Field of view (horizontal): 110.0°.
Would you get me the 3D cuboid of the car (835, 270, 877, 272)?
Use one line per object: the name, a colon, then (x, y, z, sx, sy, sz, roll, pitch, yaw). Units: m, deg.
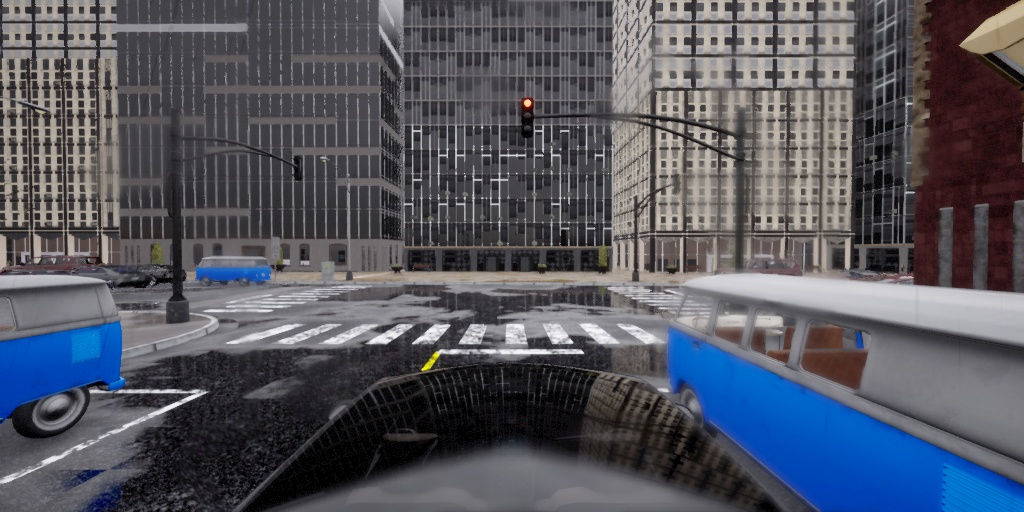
car: (18.388, 1.429, 19.586, 4.718, 1.301, 1.895, 0, 1, 0)

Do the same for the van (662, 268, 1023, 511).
van: (2.686, 1.090, 2.795, 1.690, 1.789, 3.998, 0, 0, 0)

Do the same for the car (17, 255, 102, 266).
car: (-28.292, 0.874, 22.254, 5.009, 1.841, 2.192, 0, 0, 0)

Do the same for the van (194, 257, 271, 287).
van: (-17.247, 0.951, 22.238, 3.998, 1.789, 1.690, 0, 0, 0)

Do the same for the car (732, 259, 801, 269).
car: (15.143, 1.089, 22.190, 5.009, 1.841, 2.192, 0, 0, 0)

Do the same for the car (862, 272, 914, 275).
car: (15.129, 1.437, 13.811, 4.507, 1.381, 1.888, 0, 0, 0)

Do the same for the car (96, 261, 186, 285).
car: (-22.769, 1.150, 22.246, 4.313, 1.339, 1.948, 0, 0, 0)

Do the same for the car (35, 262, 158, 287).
car: (-22.619, 1.186, 19.633, 4.181, 1.385, 1.994, 0, 1, 0)

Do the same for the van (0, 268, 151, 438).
van: (-5.695, 1.090, 2.786, 1.690, 1.789, 3.998, 0, 0, 0)

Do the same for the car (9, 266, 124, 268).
car: (-21.288, 1.274, 16.443, 4.718, 1.301, 1.895, 0, 1, 0)
